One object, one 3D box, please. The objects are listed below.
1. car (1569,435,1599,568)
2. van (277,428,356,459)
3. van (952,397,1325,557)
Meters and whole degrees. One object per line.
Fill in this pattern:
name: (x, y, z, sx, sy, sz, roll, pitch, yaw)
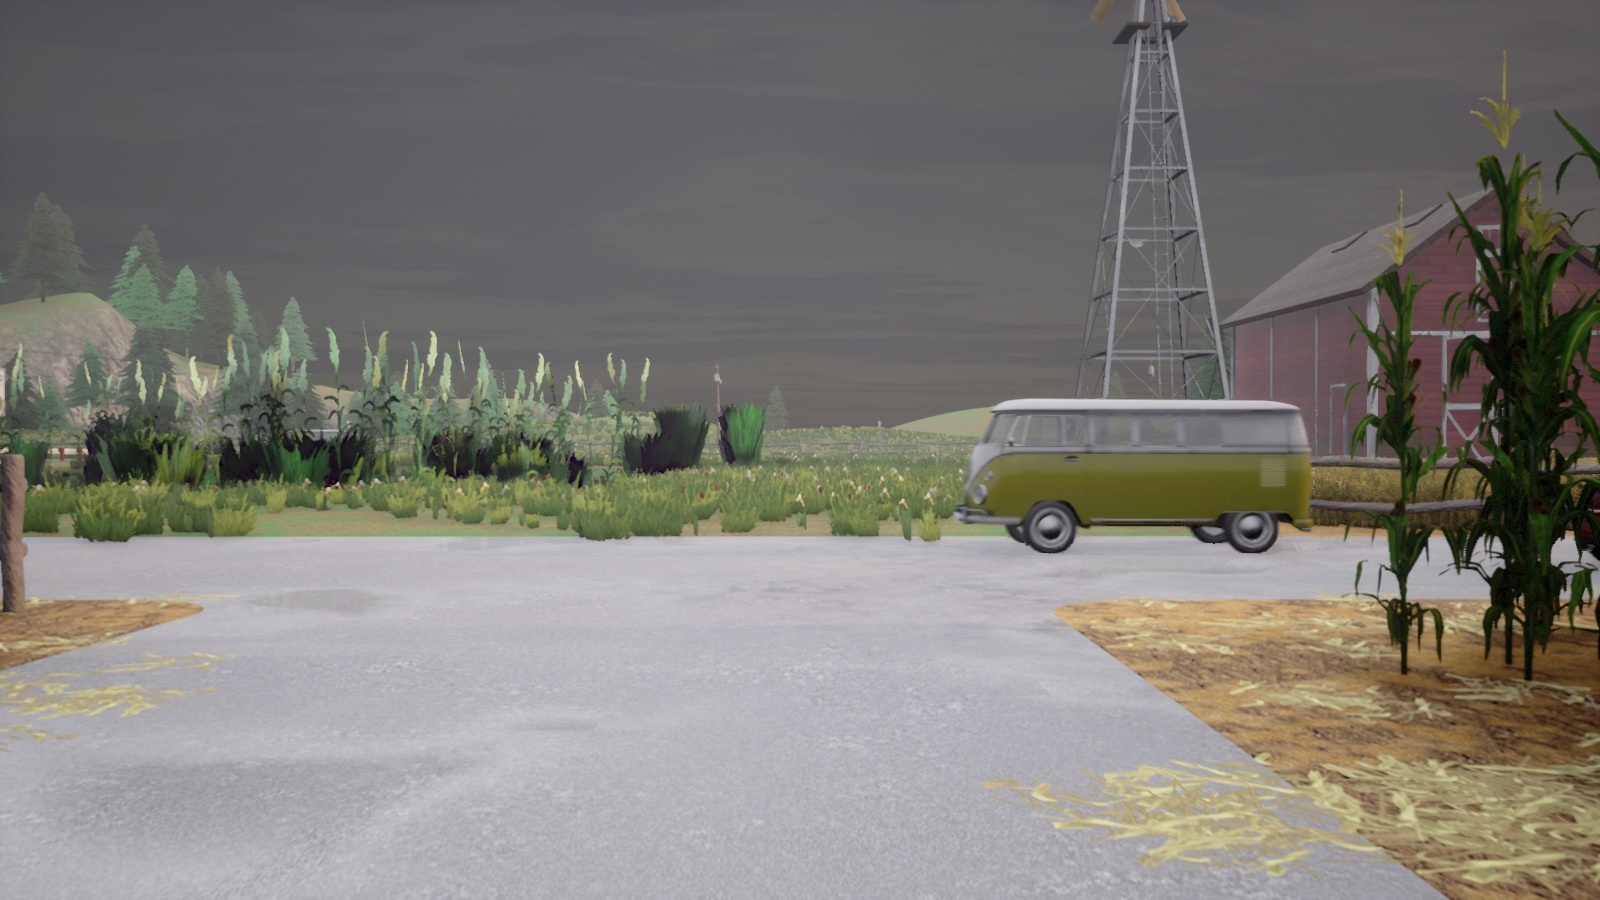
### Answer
car: (10.760, 0.574, 13.464, 3.806, 1.475, 1.970, 0, 1, 0)
van: (-31.435, -0.407, 81.701, 4.442, 1.987, 1.775, 0, 1, 6)
van: (4.332, 0.324, 16.576, 4.442, 1.987, 1.775, 0, 1, 0)
